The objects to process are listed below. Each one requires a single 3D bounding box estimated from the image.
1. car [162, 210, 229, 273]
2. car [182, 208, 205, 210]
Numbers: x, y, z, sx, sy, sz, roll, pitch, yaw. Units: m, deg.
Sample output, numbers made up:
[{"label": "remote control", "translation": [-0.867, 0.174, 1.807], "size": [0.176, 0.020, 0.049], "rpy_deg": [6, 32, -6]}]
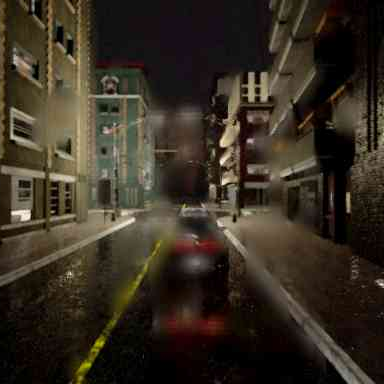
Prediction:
[{"label": "car", "translation": [0.099, 1.532, 10.706], "size": [1.837, 1.490, 4.892], "rpy_deg": [0, 0, 0]}, {"label": "car", "translation": [0.096, 1.661, 20.936], "size": [1.895, 1.301, 4.718], "rpy_deg": [0, 0, 0]}]
